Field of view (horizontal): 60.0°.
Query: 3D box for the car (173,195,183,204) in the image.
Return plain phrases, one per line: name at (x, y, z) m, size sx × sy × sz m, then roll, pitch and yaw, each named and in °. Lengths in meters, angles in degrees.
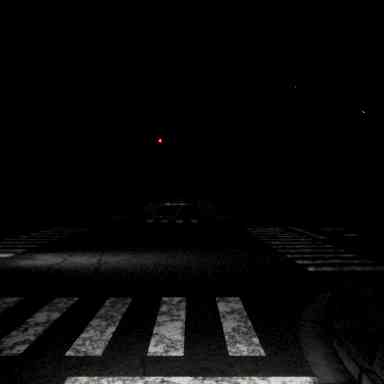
car at (-2.896, 1.498, 69.348) m, size 2.097 × 1.767 × 4.553 m, roll 0°, pitch 0°, yaw 0°
